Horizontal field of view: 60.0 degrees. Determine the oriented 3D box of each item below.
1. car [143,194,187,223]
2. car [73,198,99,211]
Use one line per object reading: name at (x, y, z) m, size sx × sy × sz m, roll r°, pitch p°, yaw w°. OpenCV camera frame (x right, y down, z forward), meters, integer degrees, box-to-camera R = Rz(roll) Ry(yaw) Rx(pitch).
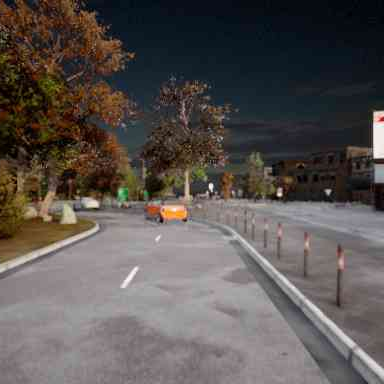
car at (-2.136, 1.287, 25.025) m, size 2.097 × 1.767 × 4.553 m, roll 0°, pitch 0°, yaw -25°
car at (-12.530, 1.393, 39.355) m, size 1.812 × 1.442 × 4.674 m, roll 0°, pitch 0°, yaw -38°
